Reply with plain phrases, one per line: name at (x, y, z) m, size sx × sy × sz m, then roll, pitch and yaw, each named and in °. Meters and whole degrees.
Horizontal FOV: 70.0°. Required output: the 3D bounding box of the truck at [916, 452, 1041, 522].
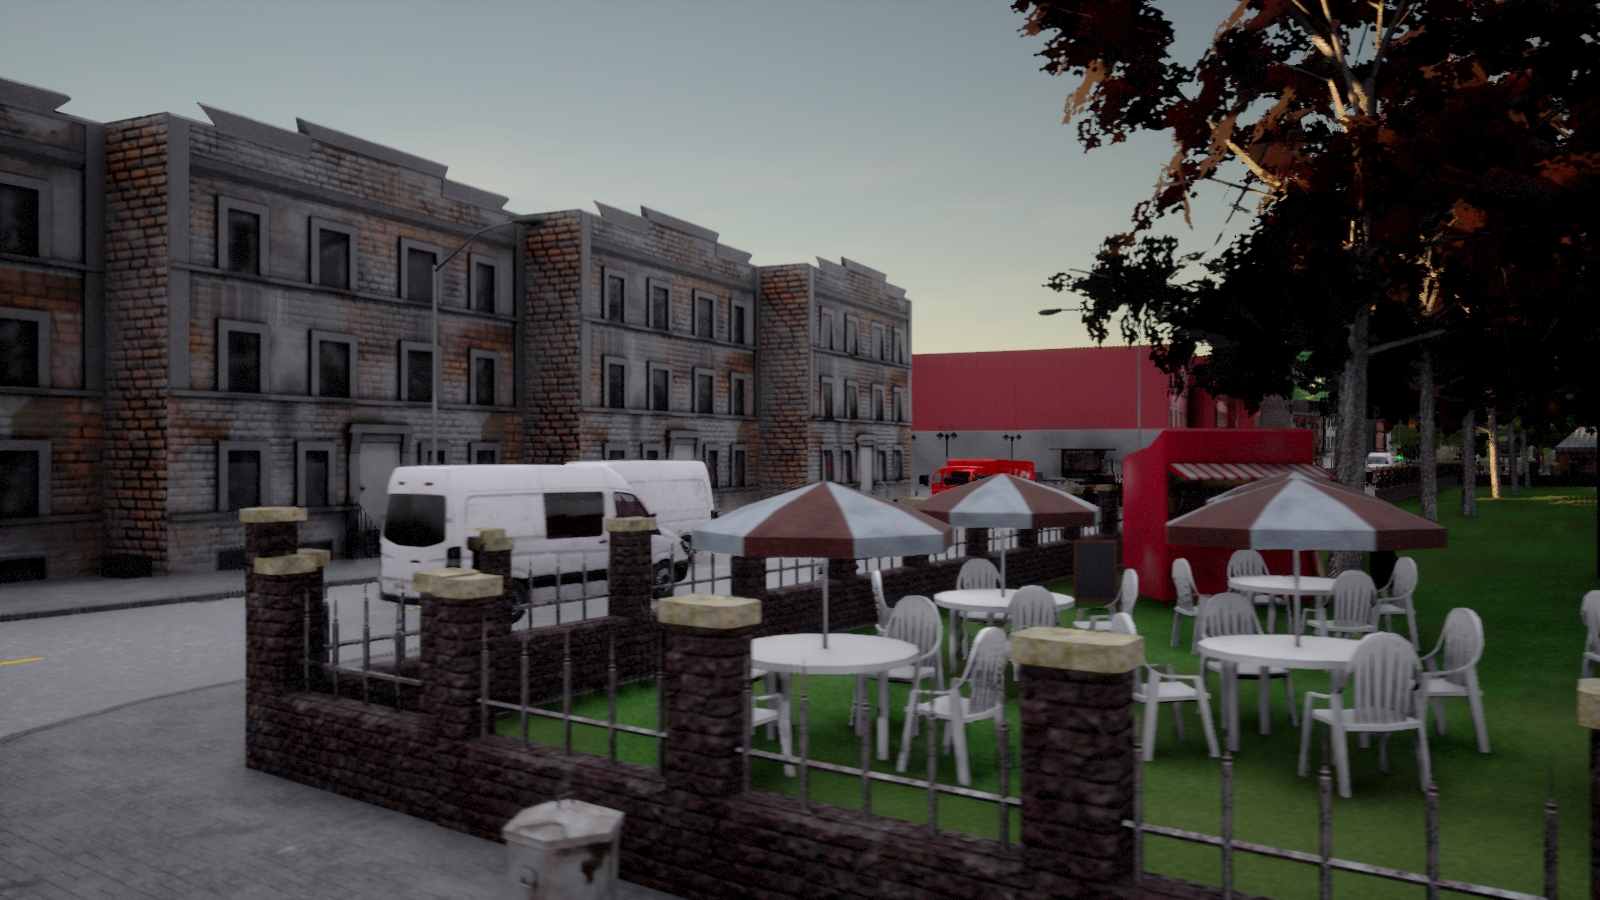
truck at (6.842, 1.363, 43.270) m, size 2.627 × 2.467 × 5.204 m, roll 0°, pitch -1°, yaw 35°

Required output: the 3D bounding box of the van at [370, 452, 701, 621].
van at (-4.444, 1.314, 20.351) m, size 1.988 × 2.561 × 5.915 m, roll 0°, pitch 0°, yaw 35°

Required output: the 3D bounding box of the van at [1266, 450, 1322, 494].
van at (30.086, 1.314, 69.523) m, size 1.988 × 2.561 × 5.915 m, roll 0°, pitch 0°, yaw 35°

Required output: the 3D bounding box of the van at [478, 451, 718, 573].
van at (-4.573, 1.316, 26.960) m, size 1.988 × 2.561 × 5.915 m, roll 0°, pitch 0°, yaw 35°

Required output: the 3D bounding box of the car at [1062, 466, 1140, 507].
car at (14.267, 1.686, 53.952) m, size 2.097 × 1.767 × 4.553 m, roll 0°, pitch 0°, yaw 35°

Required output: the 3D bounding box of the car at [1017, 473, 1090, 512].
car at (10.921, 1.808, 49.116) m, size 1.789 × 1.549 × 3.705 m, roll 0°, pitch 0°, yaw 35°
